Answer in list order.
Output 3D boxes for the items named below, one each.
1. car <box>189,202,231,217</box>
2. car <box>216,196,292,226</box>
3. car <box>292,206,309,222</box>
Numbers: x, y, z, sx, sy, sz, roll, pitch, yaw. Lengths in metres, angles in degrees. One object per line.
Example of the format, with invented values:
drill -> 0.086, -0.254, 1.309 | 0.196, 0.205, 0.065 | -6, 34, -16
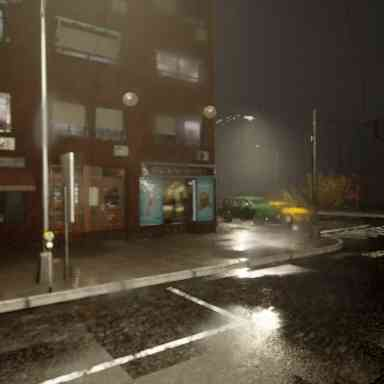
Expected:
car -> 1.759, 1.771, 34.693 | 1.895, 1.301, 4.718 | -1, 0, -35
car -> 4.437, 1.374, 25.236 | 2.150, 2.045, 5.566 | -1, 0, -34
car -> 7.121, 1.586, 27.047 | 1.882, 1.535, 5.008 | -1, 0, -35
